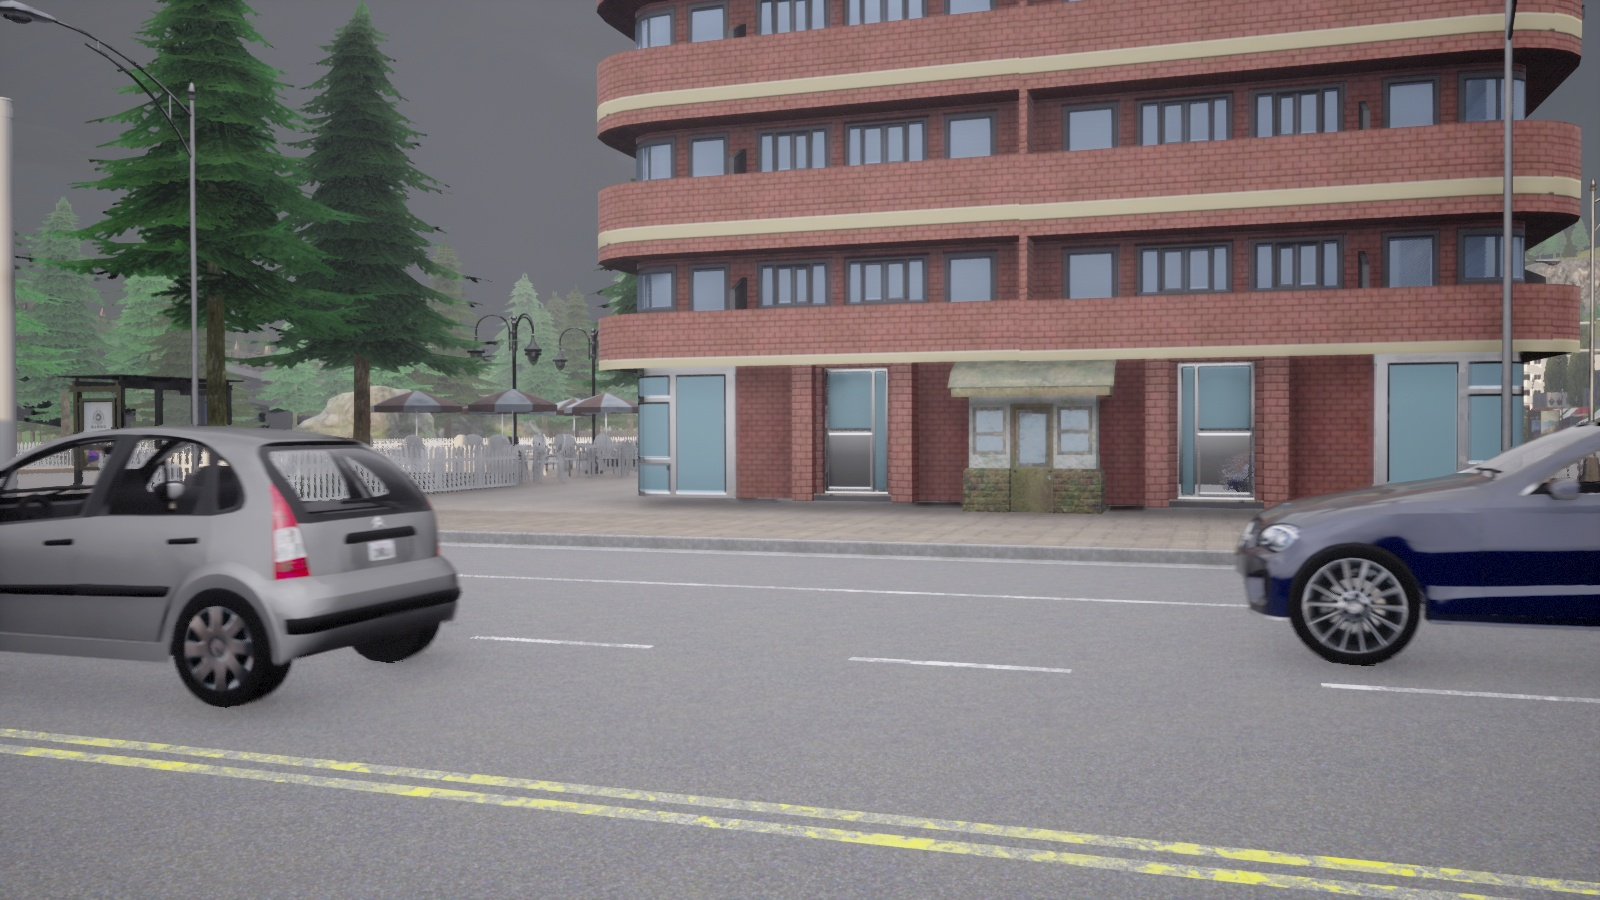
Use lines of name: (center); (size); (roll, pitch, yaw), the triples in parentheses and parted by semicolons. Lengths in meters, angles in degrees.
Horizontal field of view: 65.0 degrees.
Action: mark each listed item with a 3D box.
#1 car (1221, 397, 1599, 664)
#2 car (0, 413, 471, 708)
car: (5.578, 0.487, 8.699); (5.027, 1.651, 2.152); (1, 1, 19)
car: (-4.446, 0.574, 8.378); (3.988, 1.617, 1.851); (1, 1, 19)
